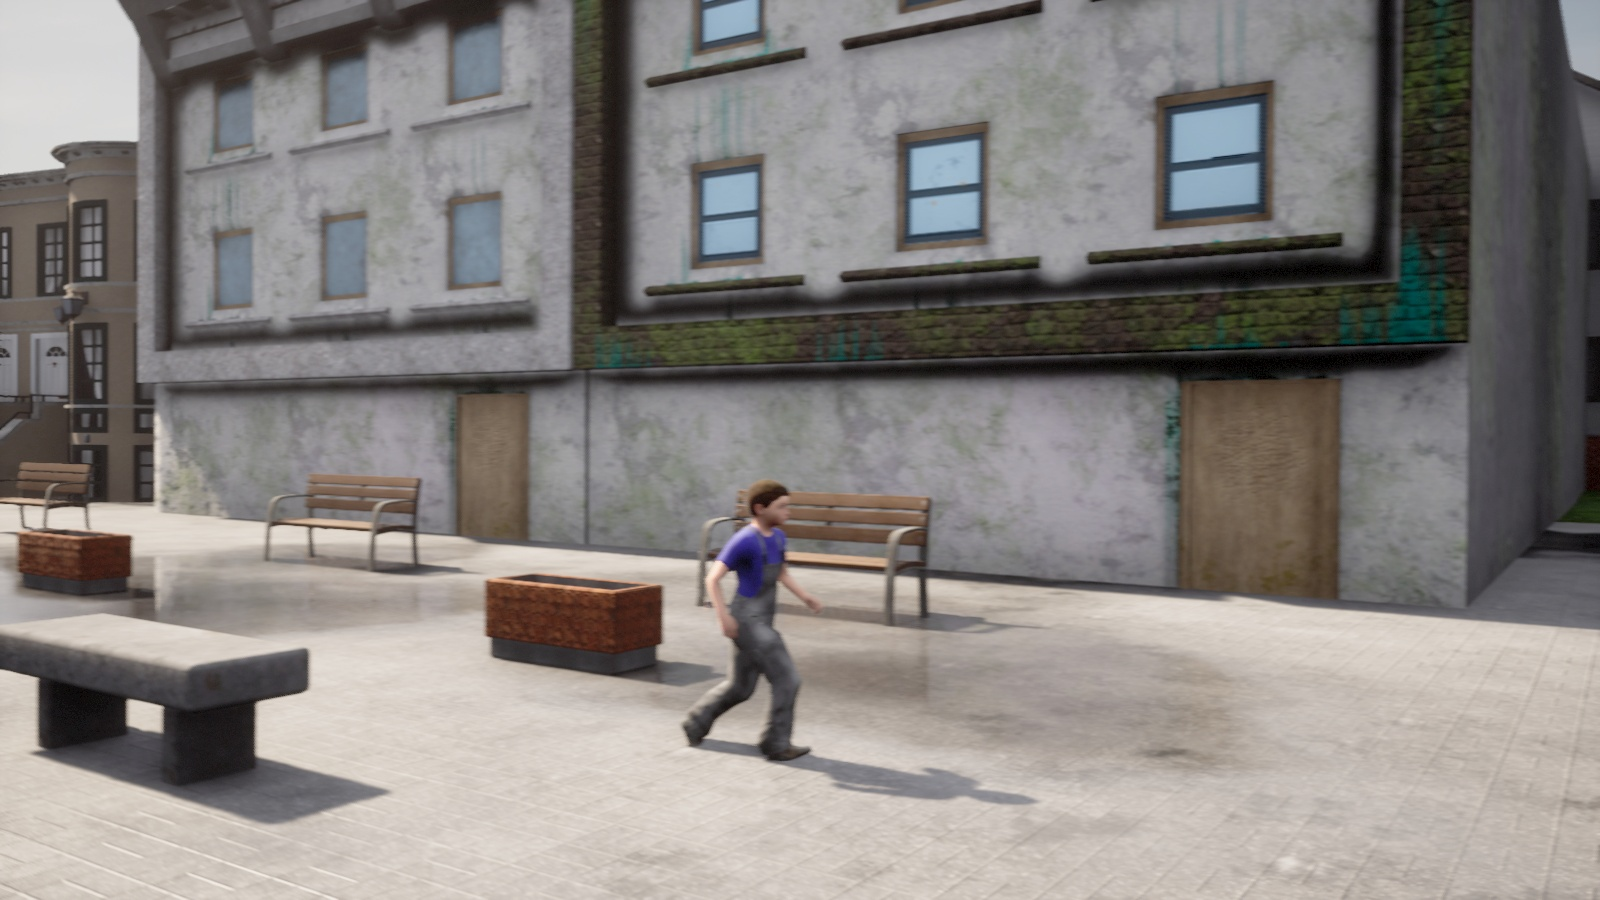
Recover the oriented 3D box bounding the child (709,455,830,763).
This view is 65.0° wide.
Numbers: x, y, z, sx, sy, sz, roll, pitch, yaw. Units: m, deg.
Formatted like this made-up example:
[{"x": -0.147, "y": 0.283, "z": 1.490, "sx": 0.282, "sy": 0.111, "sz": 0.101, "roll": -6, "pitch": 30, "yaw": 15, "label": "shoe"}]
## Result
[{"x": -0.125, "y": 0.656, "z": 5.344, "sx": 0.437, "sy": 1.263, "sz": 0.270, "roll": 0, "pitch": 1, "yaw": 17, "label": "child"}]
